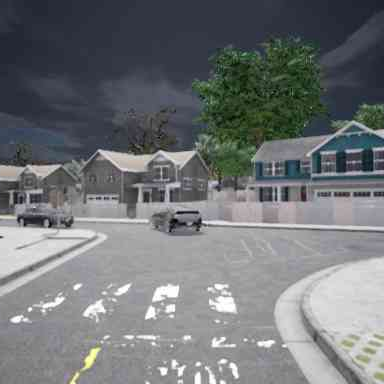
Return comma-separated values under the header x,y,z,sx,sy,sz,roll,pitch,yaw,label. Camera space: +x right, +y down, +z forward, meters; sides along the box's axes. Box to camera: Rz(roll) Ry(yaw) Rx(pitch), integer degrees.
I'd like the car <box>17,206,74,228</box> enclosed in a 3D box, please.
x,y,z,sx,sy,sz,roll,pitch,yaw,label
-10.488,1.762,23.745,4.892,1.490,1.837,-2,-2,32,car

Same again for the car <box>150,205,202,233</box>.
x,y,z,sx,sy,sz,roll,pitch,yaw,label
-1.062,1.499,19.605,2.128,1.511,4.902,1,-2,-22,car
